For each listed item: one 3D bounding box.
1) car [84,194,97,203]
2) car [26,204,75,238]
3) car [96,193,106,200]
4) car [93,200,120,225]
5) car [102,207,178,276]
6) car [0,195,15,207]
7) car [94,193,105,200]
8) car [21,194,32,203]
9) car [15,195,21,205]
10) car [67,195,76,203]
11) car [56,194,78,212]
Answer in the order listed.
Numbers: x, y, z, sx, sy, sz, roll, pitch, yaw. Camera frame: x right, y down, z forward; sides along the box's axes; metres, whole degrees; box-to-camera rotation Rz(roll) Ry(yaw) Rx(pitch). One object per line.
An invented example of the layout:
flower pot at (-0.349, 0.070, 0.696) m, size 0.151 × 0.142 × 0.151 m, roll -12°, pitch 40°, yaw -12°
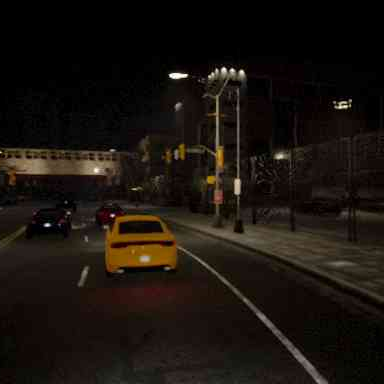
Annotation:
car at (-21.702, 1.516, 70.263) m, size 1.994 × 1.385 × 4.181 m, roll 0°, pitch 0°, yaw -19°
car at (-7.569, 1.560, 17.911) m, size 1.994 × 1.385 × 4.181 m, roll 0°, pitch 0°, yaw -18°
car at (-22.908, 1.542, 83.806) m, size 1.895 × 1.301 × 4.718 m, roll 0°, pitch 0°, yaw -19°
car at (-5.911, 1.547, 24.062) m, size 1.994 × 1.385 × 4.181 m, roll 0°, pitch 0°, yaw -18°
car at (-1.745, 1.467, 10.491) m, size 1.882 × 1.535 × 5.008 m, roll 0°, pitch 0°, yaw -14°
car at (-29.479, 1.491, 51.534) m, size 2.097 × 1.535 × 5.008 m, roll 0°, pitch 0°, yaw -19°
car at (-25.336, 1.173, 90.792) m, size 2.435 × 2.045 × 5.566 m, roll 0°, pitch 0°, yaw -19°
car at (-35.124, 1.485, 67.782) m, size 2.231 × 1.521 × 4.892 m, roll 0°, pitch 0°, yaw -9°
car at (-31.683, 1.363, 57.571) m, size 2.185 × 1.767 × 4.553 m, roll 0°, pitch 0°, yaw -19°
car at (-25.893, 1.497, 71.711) m, size 1.812 × 1.442 × 4.674 m, roll 0°, pitch 0°, yaw -19°
car at (-14.475, 1.208, 38.498) m, size 2.150 × 2.045 × 5.566 m, roll 0°, pitch 0°, yaw -19°
